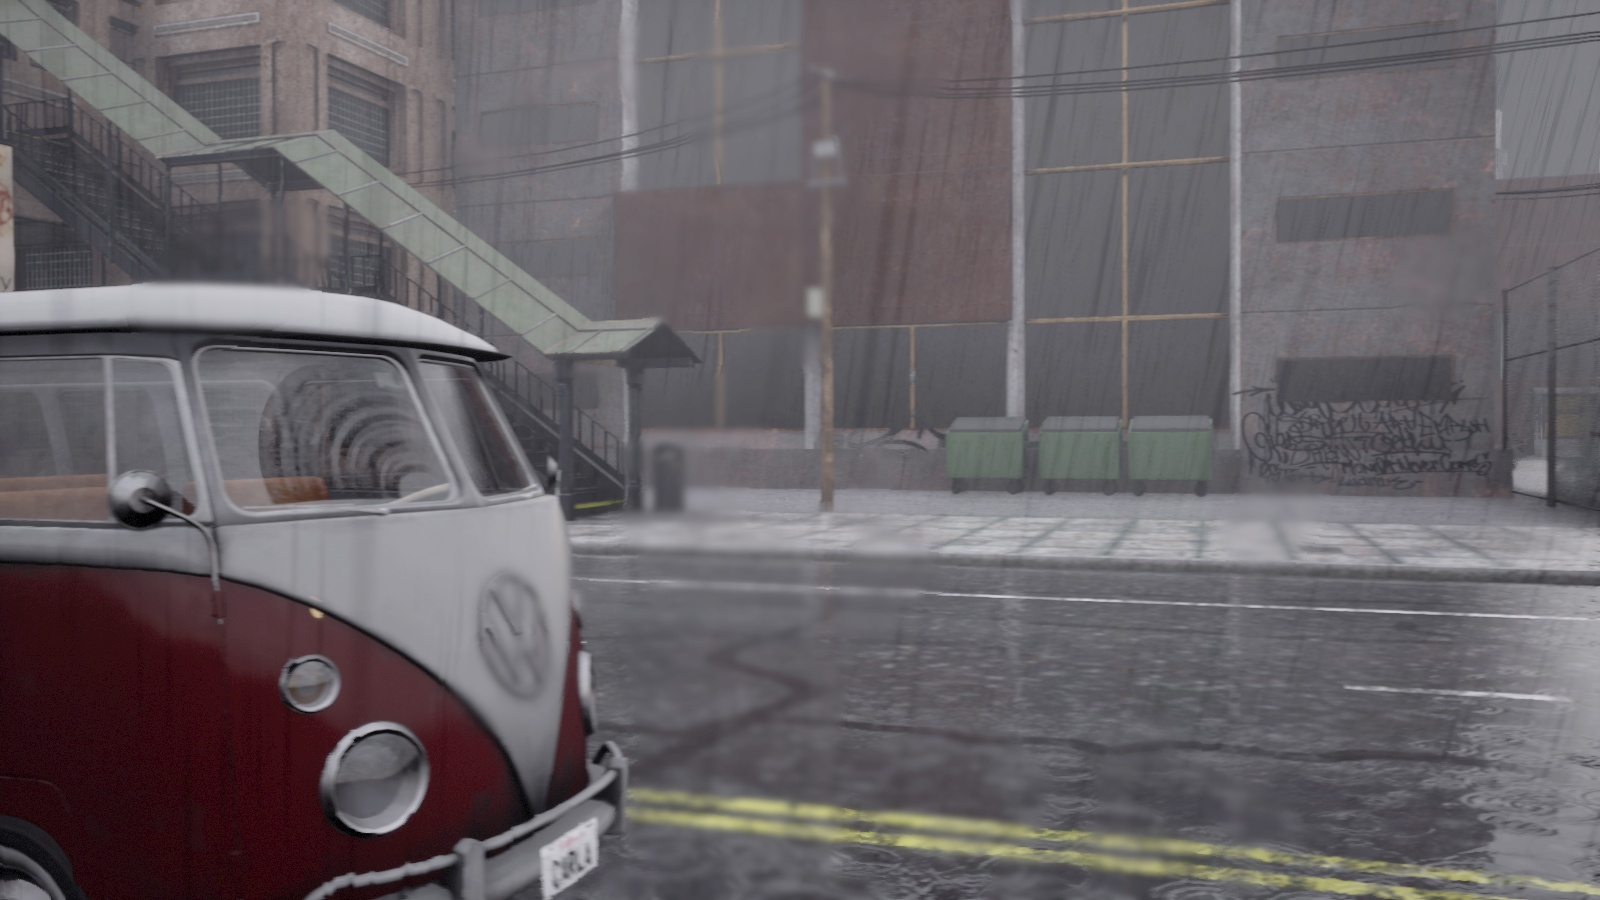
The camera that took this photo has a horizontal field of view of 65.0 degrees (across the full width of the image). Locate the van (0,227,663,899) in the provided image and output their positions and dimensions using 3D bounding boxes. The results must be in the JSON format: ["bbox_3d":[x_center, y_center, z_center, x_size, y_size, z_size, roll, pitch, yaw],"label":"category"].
[{"bbox_3d":[-2.858,0.502,4.152,4.442,1.987,1.775,1,1,19],"label":"van"}]
